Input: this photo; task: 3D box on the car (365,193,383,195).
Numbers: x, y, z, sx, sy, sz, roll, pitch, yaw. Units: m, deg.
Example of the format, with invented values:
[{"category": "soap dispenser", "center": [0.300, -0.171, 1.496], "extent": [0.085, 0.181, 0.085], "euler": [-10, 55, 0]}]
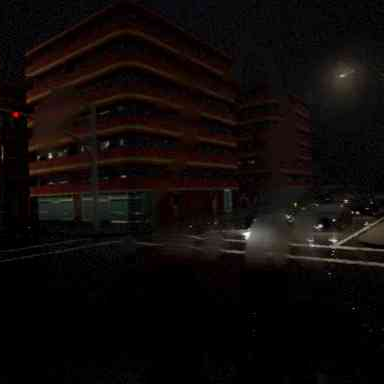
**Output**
[{"category": "car", "center": [20.392, 0.940, 35.898], "extent": [1.882, 1.535, 5.008], "euler": [-2, 0, 37]}]

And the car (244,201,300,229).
[{"category": "car", "center": [4.997, 1.511, 21.190], "extent": [1.994, 1.385, 4.181], "euler": [-2, 0, 37]}]

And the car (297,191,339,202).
[{"category": "car", "center": [10.588, 1.004, 28.677], "extent": [2.150, 2.045, 5.566], "euler": [-3, 0, 37]}]

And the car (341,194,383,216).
[{"category": "car", "center": [14.390, 1.184, 27.895], "extent": [2.033, 1.411, 5.357], "euler": [-2, 0, 37]}]

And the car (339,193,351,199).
[{"category": "car", "center": [16.413, 0.967, 36.436], "extent": [2.097, 1.767, 4.553], "euler": [-2, 0, 37]}]

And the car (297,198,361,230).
[{"category": "car", "center": [8.324, 1.361, 19.854], "extent": [2.033, 1.411, 5.357], "euler": [-2, 0, 35]}]
